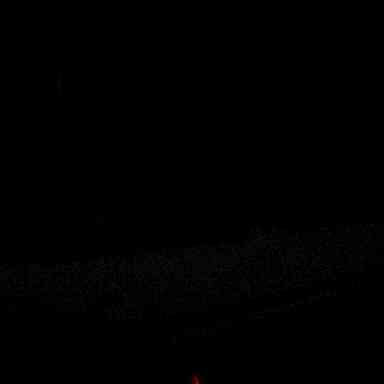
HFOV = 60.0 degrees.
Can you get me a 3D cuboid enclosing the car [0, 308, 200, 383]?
[{"bbox_3d":[-1.900,1.560,1.902,4.181,1.385,1.994,0,0,-35],"label":"car"}]
